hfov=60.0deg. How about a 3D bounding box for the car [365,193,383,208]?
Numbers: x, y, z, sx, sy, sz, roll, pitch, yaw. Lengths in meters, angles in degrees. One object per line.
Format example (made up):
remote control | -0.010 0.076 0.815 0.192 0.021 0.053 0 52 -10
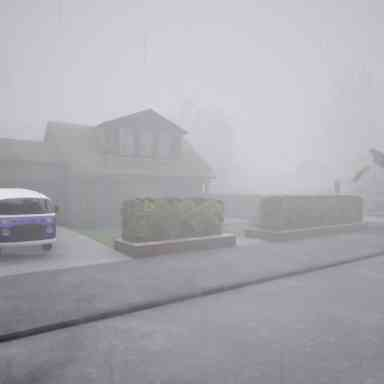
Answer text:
car | 23.154 0.975 40.319 3.866 1.878 1.905 0 0 0
